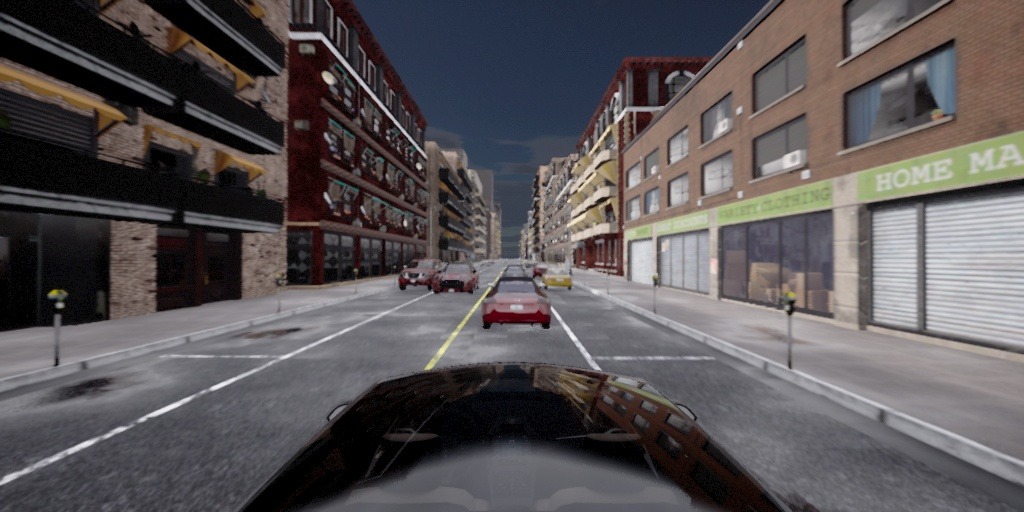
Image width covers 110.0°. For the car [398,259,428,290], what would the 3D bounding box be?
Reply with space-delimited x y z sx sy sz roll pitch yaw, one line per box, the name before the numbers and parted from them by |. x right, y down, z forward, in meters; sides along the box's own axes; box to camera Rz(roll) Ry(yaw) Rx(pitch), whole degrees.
car | -5.616 1.109 22.864 2.192 1.841 5.009 0 0 0

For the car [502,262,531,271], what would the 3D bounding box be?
car | 0.199 1.388 28.225 1.994 1.385 4.181 0 0 0

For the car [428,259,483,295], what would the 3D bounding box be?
car | -3.022 1.146 20.227 2.097 1.767 4.553 0 0 0

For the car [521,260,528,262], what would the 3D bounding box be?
car | 2.901 1.457 56.643 2.007 1.370 4.403 0 0 0

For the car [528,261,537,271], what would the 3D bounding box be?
car | 2.809 1.391 34.098 1.888 1.381 4.507 0 0 0

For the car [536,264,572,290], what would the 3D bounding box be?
car | 2.764 1.341 22.996 1.751 1.417 4.829 0 0 0

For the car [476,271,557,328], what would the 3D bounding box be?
car | 0.131 1.342 11.559 1.994 1.385 4.181 0 0 0
